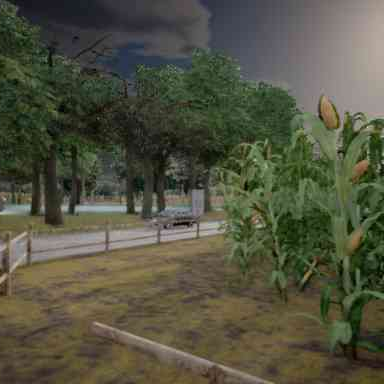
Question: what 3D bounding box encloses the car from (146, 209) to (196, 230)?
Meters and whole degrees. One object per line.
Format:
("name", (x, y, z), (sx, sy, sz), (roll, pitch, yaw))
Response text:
("car", (-1.603, 2.176, 26.873), (2.128, 1.511, 4.902), (1, -1, 35))
